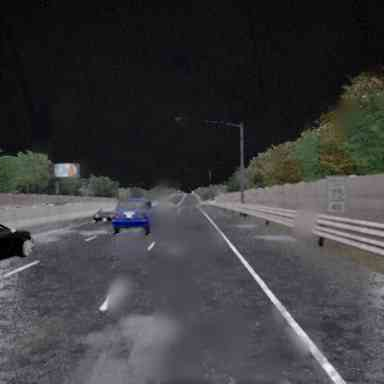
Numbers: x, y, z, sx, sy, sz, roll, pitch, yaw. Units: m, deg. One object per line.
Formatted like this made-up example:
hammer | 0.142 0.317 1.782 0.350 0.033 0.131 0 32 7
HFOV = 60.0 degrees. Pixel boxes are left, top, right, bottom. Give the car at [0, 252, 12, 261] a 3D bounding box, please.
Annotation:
car | -3.398 1.571 2.213 1.812 1.442 4.674 -1 0 0

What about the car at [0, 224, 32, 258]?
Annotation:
car | -6.925 1.615 10.513 1.882 1.535 5.008 -1 -1 0

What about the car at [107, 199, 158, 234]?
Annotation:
car | -3.459 1.437 20.944 2.150 2.045 5.566 -1 -1 0

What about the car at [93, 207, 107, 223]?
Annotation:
car | -6.979 1.955 28.795 1.895 1.301 4.718 -1 -1 0
